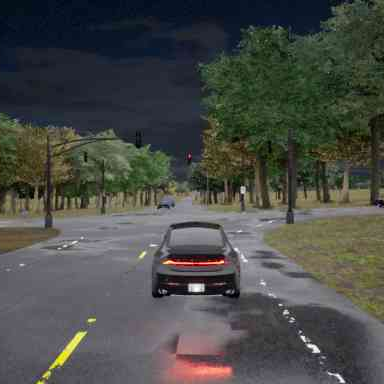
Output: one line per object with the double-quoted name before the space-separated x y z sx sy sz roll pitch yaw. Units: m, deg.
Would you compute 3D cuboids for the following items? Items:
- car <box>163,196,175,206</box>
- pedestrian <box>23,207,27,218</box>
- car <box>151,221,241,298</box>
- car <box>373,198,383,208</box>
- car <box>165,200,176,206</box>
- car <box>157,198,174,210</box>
"car" -4.412 1.812 60.733 2.150 2.045 5.566 0 -1 -2
"pedestrian" -18.108 2.202 36.112 0.375 1.300 0.375 0 1 2
"car" 0.084 1.508 8.517 1.837 1.490 4.892 0 0 0
"car" 19.525 0.784 30.819 4.718 1.301 1.895 -2 -1 2
"car" -4.608 2.362 72.363 2.033 1.411 5.357 0 -1 -1
"car" -4.195 2.006 50.264 1.895 1.301 4.718 0 -1 -1
